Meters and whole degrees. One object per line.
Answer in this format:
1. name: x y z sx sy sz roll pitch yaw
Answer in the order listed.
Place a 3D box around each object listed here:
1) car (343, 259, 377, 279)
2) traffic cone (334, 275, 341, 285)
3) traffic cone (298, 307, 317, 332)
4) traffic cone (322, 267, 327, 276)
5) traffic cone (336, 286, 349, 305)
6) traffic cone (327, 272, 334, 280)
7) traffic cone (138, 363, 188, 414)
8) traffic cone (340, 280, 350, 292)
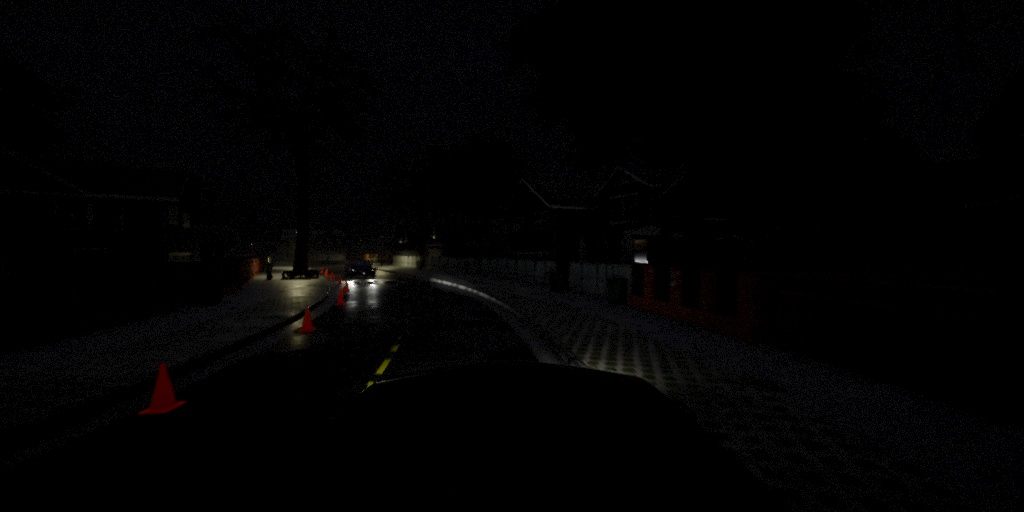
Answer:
1. car: -12.120 0.990 28.368 1.812 1.442 4.674 -1 1 -32
2. traffic cone: -10.730 1.494 22.370 0.340 0.580 0.340 0 0 -32
3. traffic cone: -5.319 1.637 9.340 0.340 0.580 0.340 0 0 -13
4. traffic cone: -15.974 1.413 30.884 0.340 0.580 0.340 0 0 -32
5. traffic cone: -6.613 1.583 13.870 0.340 0.580 0.340 0 0 -19
6. traffic cone: -13.352 1.453 26.627 0.340 0.580 0.340 0 0 -32
7. traffic cone: -4.556 1.696 4.691 0.340 0.580 0.340 0 0 -6
8. traffic cone: -8.419 1.535 18.222 0.340 0.580 0.340 0 0 -26
